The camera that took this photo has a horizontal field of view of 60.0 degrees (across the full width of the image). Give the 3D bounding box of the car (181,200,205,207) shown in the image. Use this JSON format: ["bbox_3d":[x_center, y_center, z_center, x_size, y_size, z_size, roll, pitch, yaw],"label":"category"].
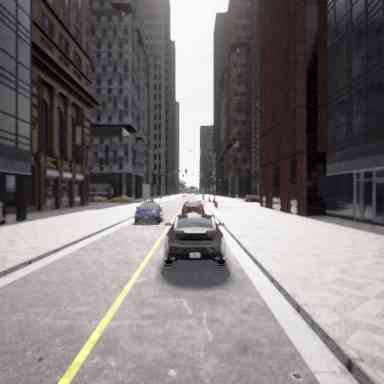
[{"bbox_3d":[0.089,1.437,28.366,1.882,1.535,5.008,0,0,0],"label":"car"}]

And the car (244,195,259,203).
[{"bbox_3d":[11.880,1.295,62.340,4.097,1.590,1.967,0,0,0],"label":"car"}]

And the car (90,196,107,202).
[{"bbox_3d":[-20.635,1.477,71.055,4.829,1.417,1.752,0,0,0],"label":"car"}]

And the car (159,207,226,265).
[{"bbox_3d":[0.091,1.489,11.550,1.837,1.490,4.892,0,0,0],"label":"car"}]

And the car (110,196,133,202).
[{"bbox_3d":[-15.034,1.463,71.022,4.829,1.417,1.752,0,0,0],"label":"car"}]

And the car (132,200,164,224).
[{"bbox_3d":[-3.106,1.491,24.847,1.812,1.442,4.674,0,0,0],"label":"car"}]
